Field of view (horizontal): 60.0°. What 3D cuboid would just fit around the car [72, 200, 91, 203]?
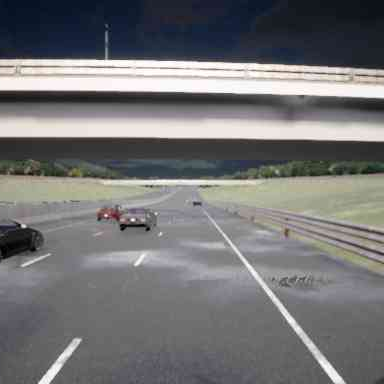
[{"bbox_3d":[-21.004,2.305,65.055,2.128,1.511,4.902,0,-1,0],"label":"car"}]

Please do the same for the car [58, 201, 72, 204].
[{"bbox_3d":[-24.503,2.378,65.011,1.895,1.301,4.718,0,-1,0],"label":"car"}]

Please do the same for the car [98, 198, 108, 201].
[{"bbox_3d":[-17.507,2.140,65.108,2.097,1.767,4.553,0,-1,0],"label":"car"}]

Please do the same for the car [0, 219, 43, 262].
[{"bbox_3d":[-6.900,1.613,11.565,1.994,1.385,4.181,0,0,0],"label":"car"}]

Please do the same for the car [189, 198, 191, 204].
[{"bbox_3d":[-0.020,2.626,92.889,2.128,1.511,4.902,0,-1,0],"label":"car"}]

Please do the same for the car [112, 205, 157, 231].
[{"bbox_3d":[-3.402,1.683,21.642,2.033,1.411,5.357,0,-1,0],"label":"car"}]

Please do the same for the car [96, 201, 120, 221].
[{"bbox_3d":[-6.901,1.747,28.993,1.812,1.442,4.674,0,-1,0],"label":"car"}]

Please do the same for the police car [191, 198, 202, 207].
[{"bbox_3d":[1.221,2.378,74.123,1.930,1.638,5.238,0,-1,0],"label":"police car"}]
